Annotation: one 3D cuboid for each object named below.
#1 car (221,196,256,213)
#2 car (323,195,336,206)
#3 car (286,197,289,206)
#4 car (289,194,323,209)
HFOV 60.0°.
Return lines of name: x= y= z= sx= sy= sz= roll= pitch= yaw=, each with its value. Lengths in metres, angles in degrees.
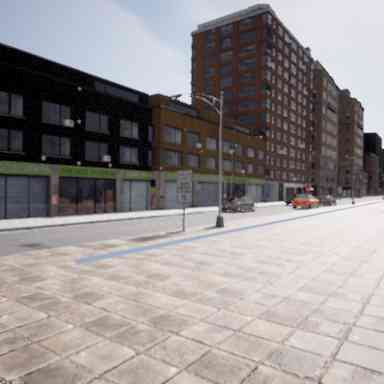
car: x=4.550 y=1.214 z=32.439 sx=1.837 sy=1.490 sz=4.892 roll=1 pitch=1 yaw=36
car: x=19.808 y=1.222 z=48.829 sx=2.128 sy=1.511 sz=4.902 roll=1 pitch=1 yaw=36
car: x=14.660 y=1.102 z=46.367 sx=1.837 sy=1.490 sz=4.892 roll=1 pitch=1 yaw=36
car: x=14.010 y=1.094 z=40.653 sx=2.097 sy=1.767 sz=4.553 roll=1 pitch=1 yaw=36
